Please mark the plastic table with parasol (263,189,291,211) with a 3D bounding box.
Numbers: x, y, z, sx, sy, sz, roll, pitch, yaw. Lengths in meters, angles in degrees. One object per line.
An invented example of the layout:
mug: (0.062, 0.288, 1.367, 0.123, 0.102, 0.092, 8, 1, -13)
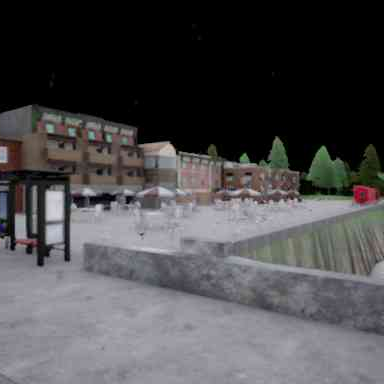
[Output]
plastic table with parasol: (9.941, 0.924, 38.893, 2.482, 2.480, 2.482, 0, 0, 35)
